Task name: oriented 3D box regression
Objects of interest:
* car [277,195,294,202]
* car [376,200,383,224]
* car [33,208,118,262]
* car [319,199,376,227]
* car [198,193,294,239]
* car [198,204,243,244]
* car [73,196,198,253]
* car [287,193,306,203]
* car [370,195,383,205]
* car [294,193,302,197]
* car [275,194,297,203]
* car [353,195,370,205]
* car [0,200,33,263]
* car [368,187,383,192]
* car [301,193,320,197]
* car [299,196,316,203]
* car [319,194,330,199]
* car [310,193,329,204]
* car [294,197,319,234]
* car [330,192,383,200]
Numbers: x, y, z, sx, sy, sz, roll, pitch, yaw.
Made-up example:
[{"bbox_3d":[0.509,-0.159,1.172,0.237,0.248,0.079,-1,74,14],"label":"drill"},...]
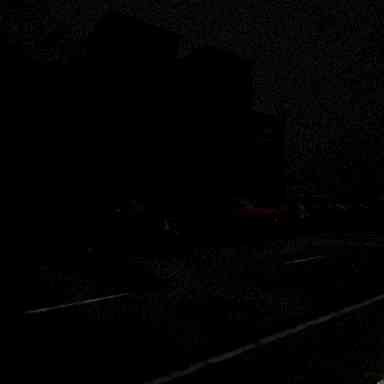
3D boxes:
[{"bbox_3d":[22.220,1.636,78.660,2.231,1.521,4.892,1,-2,35],"label":"car"},{"bbox_3d":[11.887,1.498,24.381,4.674,1.452,2.002,-1,-1,35],"label":"car"},{"bbox_3d":[-5.279,1.492,12.177,4.792,1.488,2.163,-1,-1,35],"label":"car"},{"bbox_3d":[9.413,1.462,22.639,5.008,1.535,2.097,-1,-1,35],"label":"car"},{"bbox_3d":[2.069,1.211,17.411,5.566,2.045,2.435,-1,-1,35],"label":"car"},{"bbox_3d":[-0.382,1.492,15.664,4.792,1.488,2.163,-1,-1,35],"label":"car"},{"bbox_3d":[-2.832,1.211,13.926,5.566,2.045,2.435,-1,-1,35],"label":"car"},{"bbox_3d":[23.984,1.385,76.206,2.435,2.045,5.566,1,-2,35],"label":"car"},{"bbox_3d":[34.258,1.505,61.243,2.185,1.767,4.553,1,-2,35],"label":"car"},{"bbox_3d":[17.892,0.997,55.117,2.185,1.767,4.553,0,-1,35],"label":"car"},{"bbox_3d":[16.327,1.124,57.728,1.946,1.575,5.366,0,-1,35],"label":"car"},{"bbox_3d":[32.579,1.508,63.775,2.185,1.767,4.553,1,-2,35],"label":"car"},{"bbox_3d":[-7.782,1.213,10.461,5.566,2.045,2.435,-1,-1,35],"label":"car"},{"bbox_3d":[37.805,-0.001,68.174,2.150,2.045,5.566,2,3,-34],"label":"car"},{"bbox_3d":[19.590,1.124,52.703,2.231,1.521,4.892,0,-1,35],"label":"car"},{"bbox_3d":[25.657,1.663,73.663,2.163,1.488,4.792,1,-2,35],"label":"car"},{"bbox_3d":[21.276,1.162,50.273,2.002,1.452,4.674,1,0,35],"label":"car"},{"bbox_3d":[27.390,1.382,71.186,2.435,2.045,5.566,1,-2,35],"label":"car"},{"bbox_3d":[4.519,1.336,19.137,4.553,1.767,2.185,-1,-1,35],"label":"car"},{"bbox_3d":[14.323,1.198,26.133,5.566,2.045,2.435,-1,0,35],"label":"car"}]
